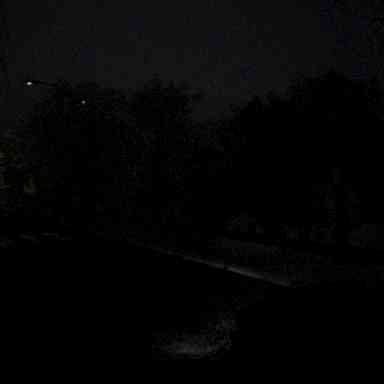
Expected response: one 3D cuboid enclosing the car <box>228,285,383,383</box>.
[{"bbox_3d":[2.757,1.480,2.582,2.033,1.411,5.357,-1,2,-39],"label":"car"}]
